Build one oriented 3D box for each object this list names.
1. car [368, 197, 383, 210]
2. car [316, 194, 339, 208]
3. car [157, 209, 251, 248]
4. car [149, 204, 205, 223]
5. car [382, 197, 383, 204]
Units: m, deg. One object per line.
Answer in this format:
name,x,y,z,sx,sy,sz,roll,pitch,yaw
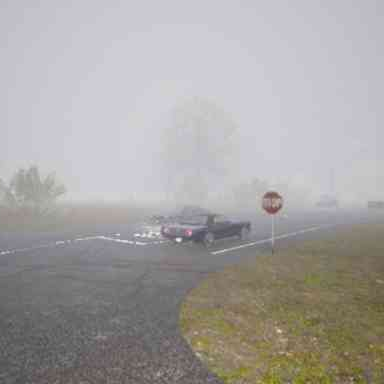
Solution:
car,26.282,1.657,47.103,1.882,1.535,5.008,0,0,37
car,21.119,1.406,51.786,2.150,2.045,5.566,0,0,39
car,0.844,1.650,15.228,1.895,1.301,4.718,0,0,39
car,-0.676,1.593,24.557,2.033,1.411,5.357,0,0,39
car,41.522,1.780,70.548,1.994,1.385,4.181,0,0,33
